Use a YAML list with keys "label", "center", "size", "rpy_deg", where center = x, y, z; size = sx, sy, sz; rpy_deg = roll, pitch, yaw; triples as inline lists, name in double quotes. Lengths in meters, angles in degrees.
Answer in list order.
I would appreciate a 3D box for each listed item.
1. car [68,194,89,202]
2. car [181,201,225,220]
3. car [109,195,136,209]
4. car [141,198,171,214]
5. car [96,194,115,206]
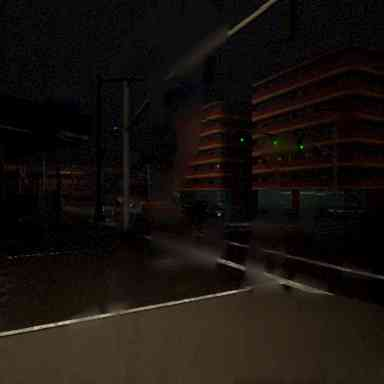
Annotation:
- label: "car"
  center: [-25.850, 1.595, 76.748]
  size: [4.718, 1.301, 1.895]
  rpy_deg: [0, 0, 40]
- label: "car"
  center: [0.879, 1.491, 28.045]
  size: [2.128, 1.511, 4.902]
  rpy_deg: [0, 0, -30]
- label: "car"
  center: [-9.079, 1.492, 44.988]
  size: [2.128, 1.511, 4.902]
  rpy_deg: [0, 0, -30]
- label: "car"
  center: [-3.988, 1.478, 36.323]
  size: [1.882, 1.535, 5.008]
  rpy_deg: [0, 0, -30]
- label: "car"
  center: [-14.188, 1.505, 53.759]
  size: [1.837, 1.490, 4.892]
  rpy_deg: [0, 0, -30]
